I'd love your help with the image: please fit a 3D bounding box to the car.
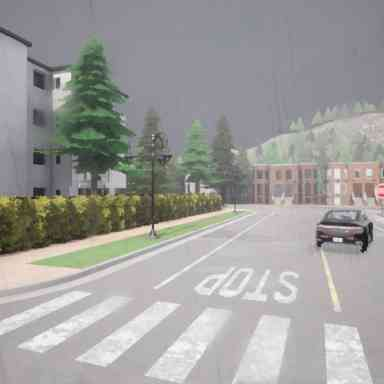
[{"bbox_3d":[6.469,1.492,13.994,2.128,1.511,4.902,0,0,31],"label":"car"}]
